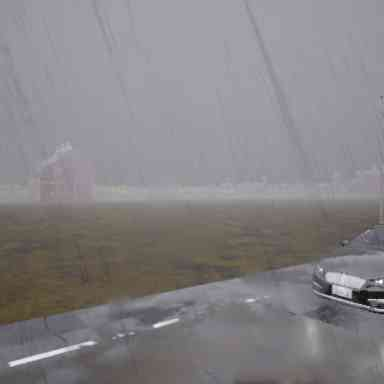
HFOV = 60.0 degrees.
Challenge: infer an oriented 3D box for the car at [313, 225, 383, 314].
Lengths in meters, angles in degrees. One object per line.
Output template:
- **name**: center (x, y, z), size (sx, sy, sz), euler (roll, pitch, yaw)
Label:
- **car**: center (4.651, 1.497, 7.313), size (4.902, 1.511, 2.128), euler (0, 0, -35)
